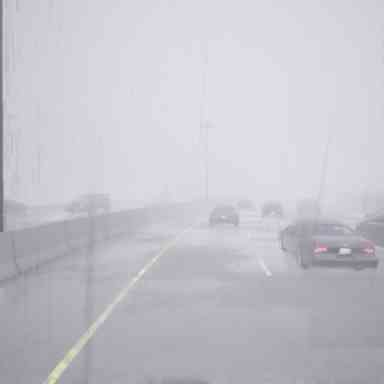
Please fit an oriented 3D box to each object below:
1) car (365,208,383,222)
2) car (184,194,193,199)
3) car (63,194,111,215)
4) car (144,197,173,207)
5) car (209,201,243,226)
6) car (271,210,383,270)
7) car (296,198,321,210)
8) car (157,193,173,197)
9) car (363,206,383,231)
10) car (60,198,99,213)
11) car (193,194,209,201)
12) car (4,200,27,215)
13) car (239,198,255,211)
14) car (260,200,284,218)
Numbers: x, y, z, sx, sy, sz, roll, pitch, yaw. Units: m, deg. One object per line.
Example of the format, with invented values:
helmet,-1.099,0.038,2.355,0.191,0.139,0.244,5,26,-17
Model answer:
car,7.889,1.519,12.674,2.128,1.511,4.902,0,0,6
car,-0.404,1.143,76.419,1.837,1.490,4.892,0,0,18
car,-10.128,1.202,33.482,2.150,2.045,5.566,0,0,13
car,-4.300,1.604,42.029,1.895,1.301,4.718,0,0,16
car,2.369,1.580,23.585,1.994,1.385,4.181,0,0,10
car,4.174,1.564,11.084,2.033,1.411,5.357,0,0,5
car,11.853,1.399,34.003,2.097,1.767,4.553,0,0,15
car,-5.837,1.189,71.109,2.150,2.045,5.566,0,0,18
car,12.490,1.645,20.748,1.895,1.301,4.718,0,0,10
car,-12.649,1.485,37.857,1.837,1.490,4.892,0,-1,15
car,2.343,1.344,73.573,1.837,1.490,4.892,0,0,18
car,-17.708,1.487,31.392,1.812,1.442,4.674,0,0,12
car,6.731,1.540,41.470,1.837,1.490,4.892,0,0,17
car,7.389,1.538,30.639,1.837,1.490,4.892,0,0,13
